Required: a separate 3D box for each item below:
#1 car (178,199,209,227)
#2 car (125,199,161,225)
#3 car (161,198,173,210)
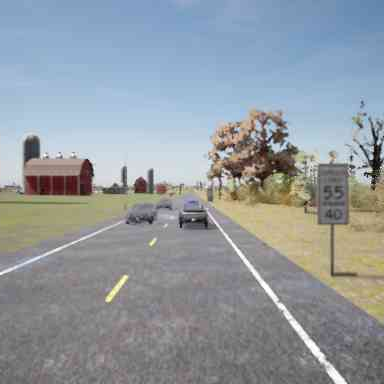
[{"bbox_3d":[0.101,1.493,22.572,2.128,1.511,4.902,0,0,0],"label":"car"},{"bbox_3d":[-3.596,1.506,24.339,1.837,1.490,4.892,0,0,0],"label":"car"},{"bbox_3d":[-3.500,1.564,43.190,1.837,1.490,4.892,0,0,0],"label":"car"}]
